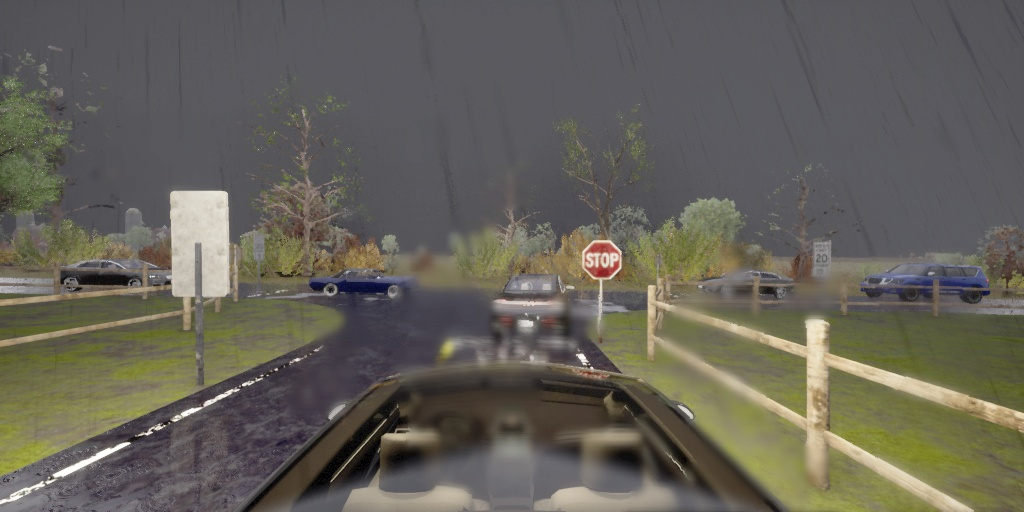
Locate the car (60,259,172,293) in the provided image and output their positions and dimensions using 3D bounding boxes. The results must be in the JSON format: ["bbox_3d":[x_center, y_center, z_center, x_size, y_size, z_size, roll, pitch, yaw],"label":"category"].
[{"bbox_3d":[-18.491,0.885,17.062,4.902,1.511,2.128,1,1,0],"label":"car"}]

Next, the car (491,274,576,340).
[{"bbox_3d":[0.706,1.240,10.016,2.128,1.511,4.902,0,0,9],"label":"car"}]

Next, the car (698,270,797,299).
[{"bbox_3d":[13.003,1.525,19.975,4.902,1.511,2.128,1,1,0],"label":"car"}]

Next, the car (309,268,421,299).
[{"bbox_3d":[-6.823,1.248,17.047,4.718,1.301,1.895,1,1,0],"label":"car"}]

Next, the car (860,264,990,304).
[{"bbox_3d":[22.898,1.466,19.965,5.566,2.045,2.150,1,1,0],"label":"car"}]
